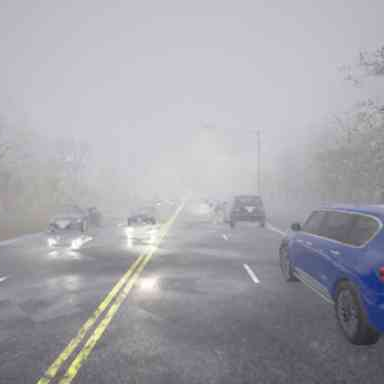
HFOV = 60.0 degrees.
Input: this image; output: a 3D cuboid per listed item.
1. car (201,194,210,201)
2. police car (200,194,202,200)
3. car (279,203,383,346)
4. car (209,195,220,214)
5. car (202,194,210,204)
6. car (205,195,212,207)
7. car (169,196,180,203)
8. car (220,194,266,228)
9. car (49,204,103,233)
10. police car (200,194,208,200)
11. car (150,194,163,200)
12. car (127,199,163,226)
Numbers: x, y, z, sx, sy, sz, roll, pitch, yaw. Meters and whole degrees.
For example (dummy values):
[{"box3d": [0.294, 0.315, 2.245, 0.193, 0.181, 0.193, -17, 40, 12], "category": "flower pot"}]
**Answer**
[{"box3d": [3.151, 1.328, 79.027, 1.812, 1.442, 4.674, 0, 0, 0], "category": "car"}, {"box3d": [3.187, 1.268, 68.133, 1.930, 1.638, 5.238, 0, 0, 0], "category": "police car"}, {"box3d": [3.363, 1.212, 6.462, 2.150, 2.045, 5.566, 0, 0, 0], "category": "car"}, {"box3d": [3.262, 1.440, 34.997, 2.128, 1.511, 4.902, 0, 0, 0], "category": "car"}, {"box3d": [3.220, 1.239, 56.988, 2.097, 1.767, 4.553, 0, 0, 0], "category": "car"}, {"box3d": [3.252, 1.524, 46.047, 1.895, 1.301, 4.718, 0, 0, 0], "category": "car"}, {"box3d": [-3.319, 1.428, 64.416, 2.033, 1.411, 5.357, 0, 0, 0], "category": "car"}, {"box3d": [3.370, 1.186, 22.045, 2.150, 2.045, 5.566, 0, -1, 0], "category": "car"}, {"box3d": [-6.595, 1.470, 19.374, 2.128, 1.511, 4.902, 0, 0, 0], "category": "car"}, {"box3d": [3.117, 1.259, 90.031, 2.038, 1.542, 4.974, 0, 0, 0], "category": "police car"}, {"box3d": [-6.575, 1.230, 61.793, 2.097, 1.767, 4.553, 0, 0, 0], "category": "car"}, {"box3d": [-3.343, 1.499, 23.558, 1.812, 1.442, 4.674, 0, 0, 0], "category": "car"}]
